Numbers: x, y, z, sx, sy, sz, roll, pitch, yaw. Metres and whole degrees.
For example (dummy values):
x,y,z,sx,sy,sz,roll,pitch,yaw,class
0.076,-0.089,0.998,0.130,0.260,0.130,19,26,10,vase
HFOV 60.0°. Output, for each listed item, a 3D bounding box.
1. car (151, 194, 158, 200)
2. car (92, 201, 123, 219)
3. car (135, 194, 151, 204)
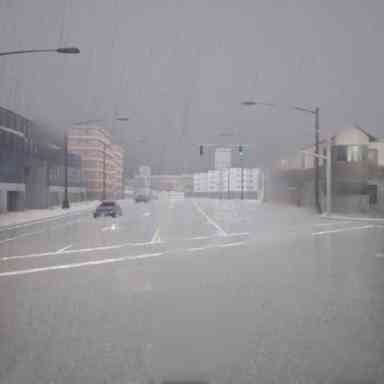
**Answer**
x,y,z,sx,sy,sz,roll,pitch,yaw,class
-9.254,1.221,79.886,2.128,1.511,4.902,0,-1,-2,car
-7.468,1.589,29.797,1.812,1.442,4.674,0,1,-2,car
-8.382,1.084,55.457,1.882,1.535,5.008,0,1,-2,car
